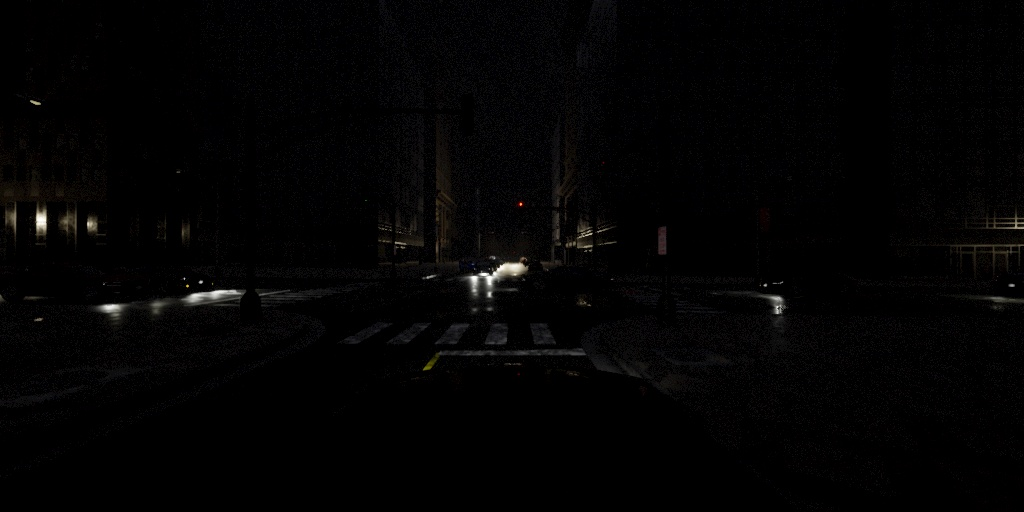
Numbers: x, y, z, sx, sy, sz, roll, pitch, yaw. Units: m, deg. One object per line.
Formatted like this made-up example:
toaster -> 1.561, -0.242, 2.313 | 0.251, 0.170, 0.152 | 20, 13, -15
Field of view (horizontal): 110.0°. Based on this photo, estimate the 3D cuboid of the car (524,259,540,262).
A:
car -> 2.880, 1.270, 45.065 | 1.948, 1.339, 4.313 | 0, 0, 0

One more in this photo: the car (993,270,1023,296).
car -> 31.993, 1.421, 20.954 | 5.566, 2.045, 2.150 | 1, 0, 0

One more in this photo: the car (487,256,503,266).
car -> -2.796, 1.209, 56.222 | 1.812, 1.442, 4.674 | 0, 0, 0

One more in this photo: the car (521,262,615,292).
car -> 3.246, 1.312, 21.106 | 5.357, 1.411, 2.033 | 1, 1, 0

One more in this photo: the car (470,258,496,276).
car -> -2.930, 1.242, 37.204 | 1.812, 1.442, 4.674 | 0, 0, 0

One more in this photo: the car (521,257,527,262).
car -> 2.988, 1.252, 62.013 | 1.802, 1.307, 4.207 | 0, 0, 0

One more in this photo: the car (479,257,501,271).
car -> -2.875, 1.194, 46.322 | 2.128, 1.511, 4.902 | 0, 0, 0

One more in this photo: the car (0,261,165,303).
car -> -17.610, 0.990, 14.538 | 5.008, 1.535, 1.882 | 1, 0, 0

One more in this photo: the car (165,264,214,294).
car -> -17.419, 1.090, 17.787 | 4.181, 1.385, 1.994 | 1, 0, 0

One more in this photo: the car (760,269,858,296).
car -> 17.304, 1.504, 21.042 | 4.892, 1.490, 1.837 | 1, 0, 0

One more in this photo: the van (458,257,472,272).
van -> -5.646, 1.045, 45.119 | 1.690, 1.789, 3.998 | 0, 0, 0

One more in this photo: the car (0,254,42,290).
car -> -27.029, 0.755, 17.843 | 4.553, 1.767, 2.097 | 1, 0, 0
